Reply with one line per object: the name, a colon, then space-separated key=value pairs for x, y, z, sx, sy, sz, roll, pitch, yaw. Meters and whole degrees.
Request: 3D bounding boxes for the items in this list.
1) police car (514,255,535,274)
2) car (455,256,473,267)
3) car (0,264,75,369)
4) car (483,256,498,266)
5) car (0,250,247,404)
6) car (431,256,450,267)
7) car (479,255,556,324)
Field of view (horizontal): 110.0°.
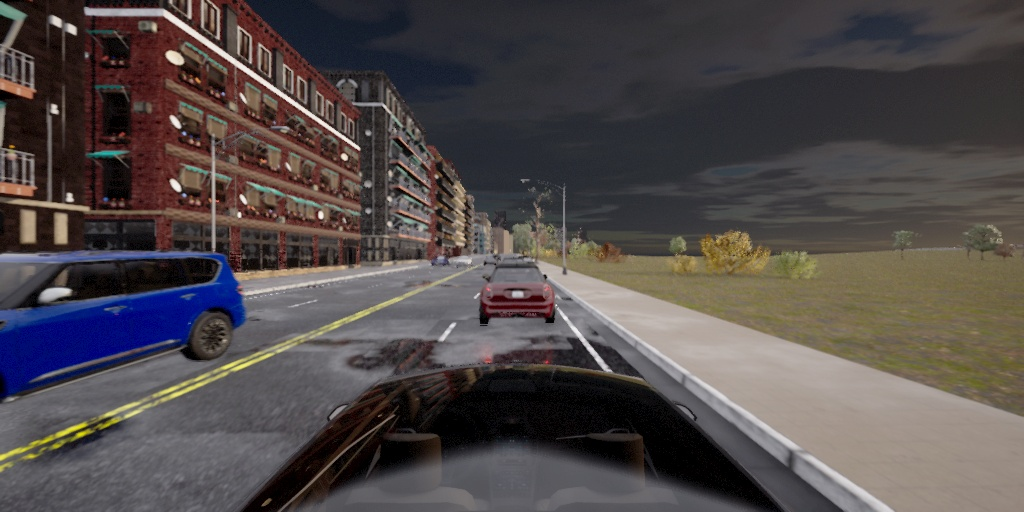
police car: x=1.141 y=0.786 z=35.223 sx=1.930 sy=1.638 sz=5.238 roll=0 pitch=1 yaw=0
car: x=-6.561 y=0.722 z=49.237 sx=1.812 sy=1.442 sz=4.674 roll=0 pitch=0 yaw=0
car: x=-9.850 y=1.065 z=4.939 sx=2.097 sy=1.767 sz=4.553 roll=0 pitch=1 yaw=0
car: x=-3.221 y=0.701 z=54.220 sx=1.994 sy=1.385 sz=4.181 roll=0 pitch=1 yaw=0
car: x=-6.600 y=0.932 z=5.145 sx=2.150 sy=2.045 sz=5.566 roll=0 pitch=1 yaw=0
car: x=-9.809 y=0.722 z=49.216 sx=1.812 sy=1.442 sz=4.674 roll=0 pitch=0 yaw=0
car: x=0.103 y=0.989 z=11.541 sx=2.097 sy=1.767 sz=4.553 roll=0 pitch=1 yaw=-1
